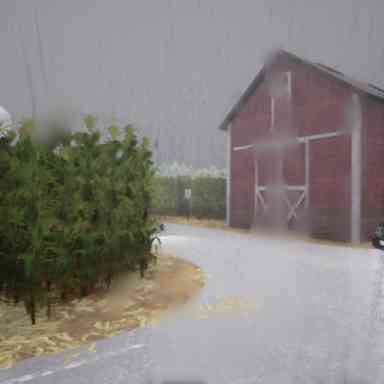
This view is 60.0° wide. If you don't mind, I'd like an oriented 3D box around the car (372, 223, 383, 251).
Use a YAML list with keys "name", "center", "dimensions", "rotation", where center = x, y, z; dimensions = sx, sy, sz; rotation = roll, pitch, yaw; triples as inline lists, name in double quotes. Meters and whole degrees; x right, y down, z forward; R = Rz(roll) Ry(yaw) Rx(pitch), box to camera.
- name: "car"
  center: [9.524, 1.488, 11.845]
  dimensions: [5.566, 2.045, 2.150]
  rotation: [1, 2, -2]
